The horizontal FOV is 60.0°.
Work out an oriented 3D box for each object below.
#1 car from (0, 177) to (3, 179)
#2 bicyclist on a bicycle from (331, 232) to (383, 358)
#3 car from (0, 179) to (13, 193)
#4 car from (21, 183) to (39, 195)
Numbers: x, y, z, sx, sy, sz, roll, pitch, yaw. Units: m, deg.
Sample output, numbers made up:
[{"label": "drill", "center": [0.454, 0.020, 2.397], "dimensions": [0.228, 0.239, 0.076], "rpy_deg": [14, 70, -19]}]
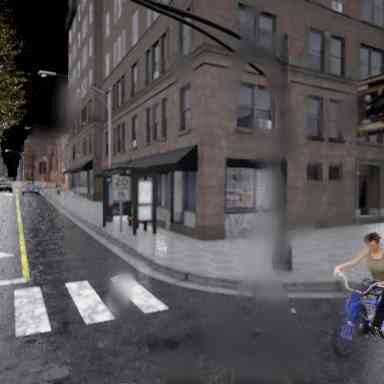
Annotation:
[{"label": "car", "center": [-41.473, -2.389, 69.748], "dimensions": [2.192, 1.841, 5.009], "rpy_deg": [2, 2, -28]}, {"label": "bicyclist on a bicycle", "center": [2.458, 1.367, 4.611], "dimensions": [1.509, 1.612, 0.866], "rpy_deg": [-1, 1, -29]}, {"label": "car", "center": [-24.106, -0.614, 42.839], "dimensions": [1.895, 1.301, 4.718], "rpy_deg": [0, 4, -28]}, {"label": "car", "center": [-19.730, -0.384, 40.582], "dimensions": [2.033, 1.411, 5.357], "rpy_deg": [0, 4, -28]}]
